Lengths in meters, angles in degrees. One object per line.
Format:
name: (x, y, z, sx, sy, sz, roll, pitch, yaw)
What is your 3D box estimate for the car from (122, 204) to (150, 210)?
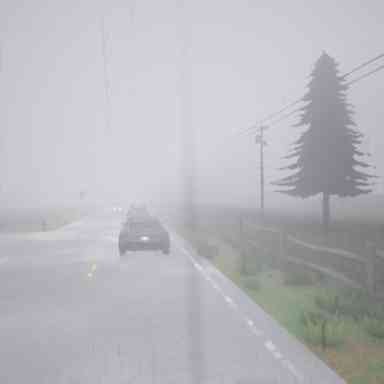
car: (-4.683, 1.763, 28.915, 2.128, 1.511, 4.902, 0, 0, -10)

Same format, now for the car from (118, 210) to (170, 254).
car: (-2.075, 1.698, 14.198, 1.994, 1.385, 4.181, 0, 0, -10)

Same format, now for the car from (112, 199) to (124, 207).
car: (-14.264, 2.097, 64.373, 2.128, 1.511, 4.902, 0, 0, -10)
